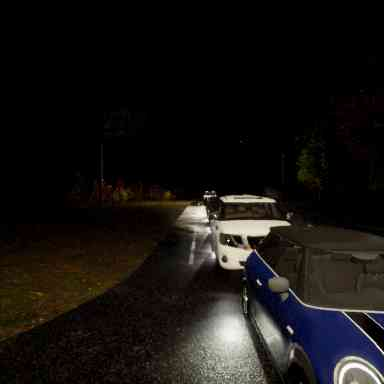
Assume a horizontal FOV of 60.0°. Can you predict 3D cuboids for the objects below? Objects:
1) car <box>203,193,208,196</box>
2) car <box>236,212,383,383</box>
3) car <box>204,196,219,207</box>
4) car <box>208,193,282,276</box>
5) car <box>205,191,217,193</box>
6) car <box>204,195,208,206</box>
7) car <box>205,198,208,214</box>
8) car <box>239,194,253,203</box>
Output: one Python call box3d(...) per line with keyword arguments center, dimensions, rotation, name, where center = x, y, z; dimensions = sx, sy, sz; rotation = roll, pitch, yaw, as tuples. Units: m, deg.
box3d(center=(2.558, 1.275, 41.567), dimensions=(2.128, 1.511, 4.902), rotation=(0, 0, 2), name="car")
box3d(center=(1.941, 1.338, 4.126), dimensions=(2.097, 1.767, 4.553), rotation=(0, 0, 0), name="car")
box3d(center=(2.761, 1.314, 47.975), dimensions=(1.994, 1.385, 4.181), rotation=(0, 0, 3), name="car")
box3d(center=(1.745, 1.160, 10.473), dimensions=(2.150, 2.045, 5.566), rotation=(0, 0, 1), name="car")
box3d(center=(2.964, 0.938, 54.408), dimensions=(2.150, 2.045, 5.566), rotation=(0, 0, 3), name="car")
box3d(center=(2.224, 1.322, 29.313), dimensions=(1.882, 1.535, 5.008), rotation=(0, 0, 2), name="car")
box3d(center=(2.062, 1.380, 23.060), dimensions=(1.837, 1.490, 4.892), rotation=(0, 0, 2), name="car")
box3d(center=(10.084, 1.154, 62.136), dimensions=(1.882, 1.535, 5.008), rotation=(0, 0, 1), name="car")
